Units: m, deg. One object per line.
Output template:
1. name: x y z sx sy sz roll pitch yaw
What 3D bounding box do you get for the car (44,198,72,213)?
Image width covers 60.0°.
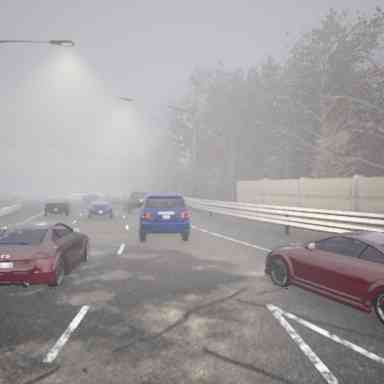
1. car: -11.661 1.243 29.110 1.882 1.535 5.008 0 0 -17

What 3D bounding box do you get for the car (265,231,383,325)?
1. car: 3.401 1.503 6.894 1.994 1.385 4.181 0 1 -25

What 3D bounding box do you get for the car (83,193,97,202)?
1. car: -18.133 1.024 59.582 1.837 1.490 4.892 0 1 -33

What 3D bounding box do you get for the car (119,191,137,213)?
1. car: -5.503 0.949 32.742 2.150 2.045 5.566 0 0 -18

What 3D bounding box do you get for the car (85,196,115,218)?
1. car: -7.488 1.304 27.296 1.812 1.442 4.674 0 0 -15

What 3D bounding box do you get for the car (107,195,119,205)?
1. car: -11.606 1.158 47.945 2.033 1.411 5.357 0 0 -25

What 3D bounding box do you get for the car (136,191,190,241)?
1. car: -1.461 1.087 16.058 2.150 2.045 5.566 0 0 -9

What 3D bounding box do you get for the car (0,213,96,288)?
1. car: -4.103 1.490 8.977 1.994 1.385 4.181 0 0 -5
